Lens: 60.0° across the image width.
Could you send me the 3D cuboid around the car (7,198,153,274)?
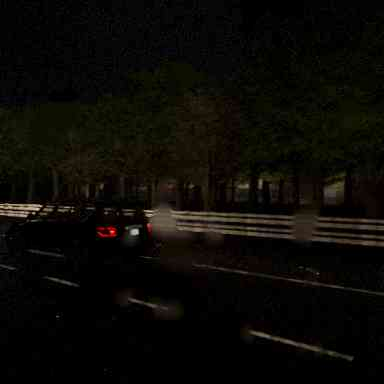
[{"bbox_3d":[-3.784,1.224,10.871,5.566,2.045,2.150,0,0,36],"label":"car"}]
